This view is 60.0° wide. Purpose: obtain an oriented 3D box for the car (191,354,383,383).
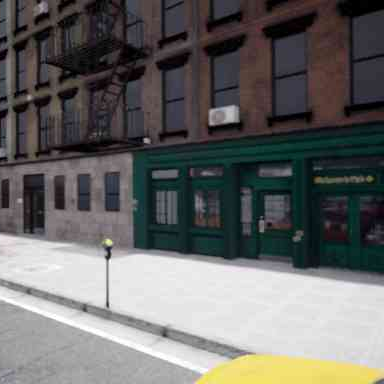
[{"bbox_3d":[1.875,1.517,1.471,4.829,1.417,1.752,-1,0,36],"label":"car"}]
